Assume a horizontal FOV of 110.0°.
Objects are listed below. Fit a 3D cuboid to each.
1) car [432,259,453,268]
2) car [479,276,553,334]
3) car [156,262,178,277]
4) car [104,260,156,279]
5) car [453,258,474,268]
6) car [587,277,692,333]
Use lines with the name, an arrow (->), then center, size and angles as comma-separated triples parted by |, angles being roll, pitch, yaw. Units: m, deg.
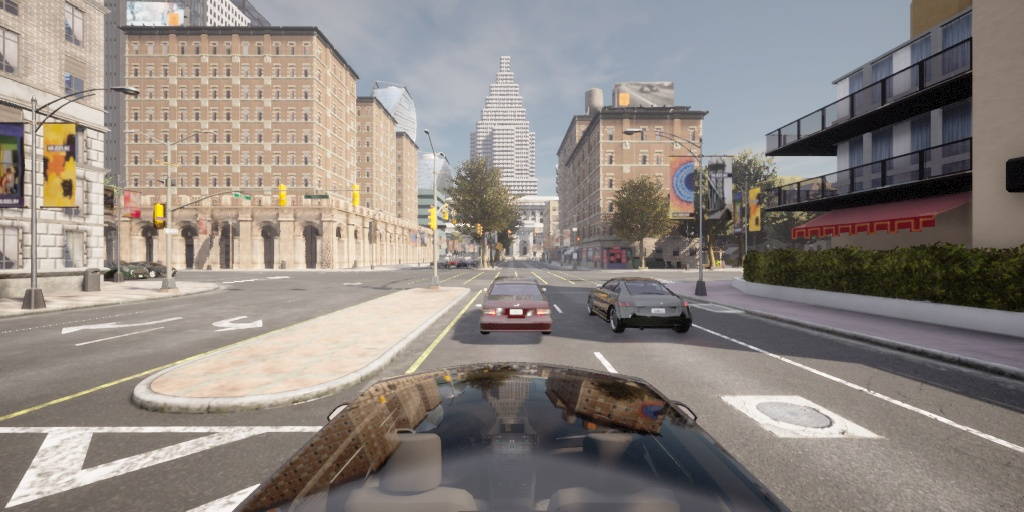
car -> -11.634, 1.276, 60.276 | 1.812, 1.442, 4.674 | 0, 0, 0
car -> 0.091, 1.297, 10.541 | 2.033, 1.411, 5.357 | 0, 0, 0
car -> -34.195, 1.255, 33.522 | 4.892, 1.490, 1.837 | 0, 0, 0
car -> -33.352, 1.102, 30.026 | 4.553, 1.767, 2.097 | 0, 0, 0
car -> -8.133, 1.351, 60.398 | 1.895, 1.301, 4.718 | 0, 0, 0
car -> 3.588, 1.314, 10.801 | 1.994, 1.385, 4.181 | 0, 0, 0
